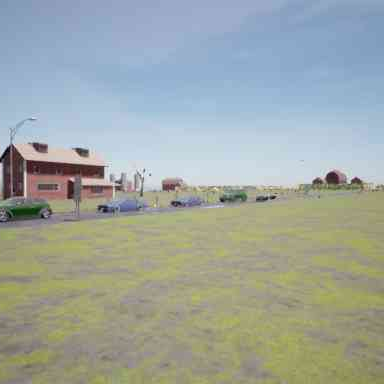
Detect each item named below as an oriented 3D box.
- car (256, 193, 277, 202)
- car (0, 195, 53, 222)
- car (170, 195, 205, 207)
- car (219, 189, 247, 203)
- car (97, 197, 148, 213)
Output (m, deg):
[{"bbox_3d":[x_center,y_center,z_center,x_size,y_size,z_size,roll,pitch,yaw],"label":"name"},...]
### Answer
[{"bbox_3d":[12.050,0.839,53.357,1.895,1.301,4.718,1,1,36],"label":"car"},{"bbox_3d":[-12.671,1.136,24.173,2.097,1.767,4.553,1,1,36],"label":"car"},{"bbox_3d":[-0.405,1.023,41.149,2.033,1.411,5.357,1,1,35],"label":"car"},{"bbox_3d":[6.295,0.521,50.318,2.150,2.045,5.566,1,2,36],"label":"car"},{"bbox_3d":[-6.653,1.182,32.509,2.033,1.411,5.357,1,1,36],"label":"car"}]
